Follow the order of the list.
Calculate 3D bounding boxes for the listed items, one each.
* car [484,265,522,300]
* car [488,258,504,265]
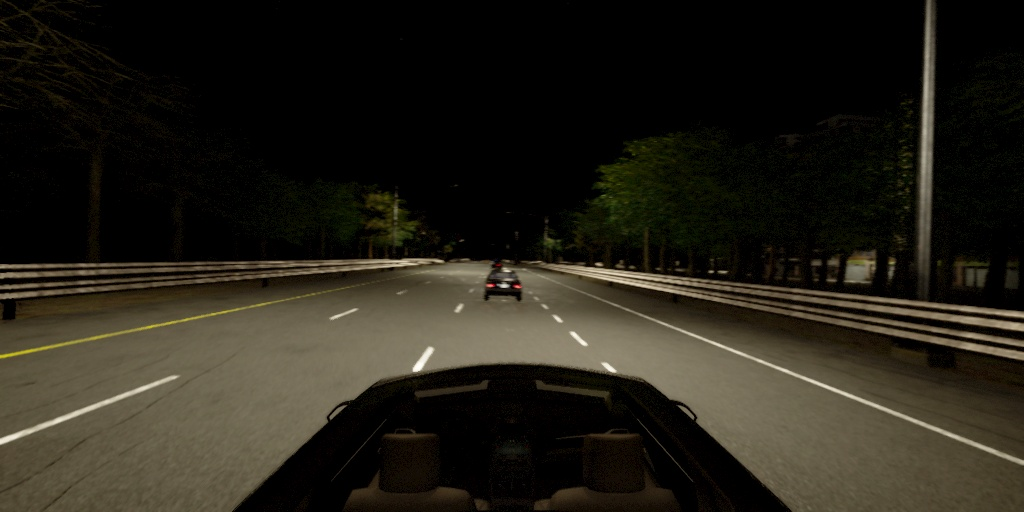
[{"bbox_3d":[-0.484,1.404,18.519,2.033,1.411,5.357,2,0,-3],"label":"car"},{"bbox_3d":[-2.385,1.575,56.850,1.837,1.490,4.892,2,0,-3],"label":"car"}]
